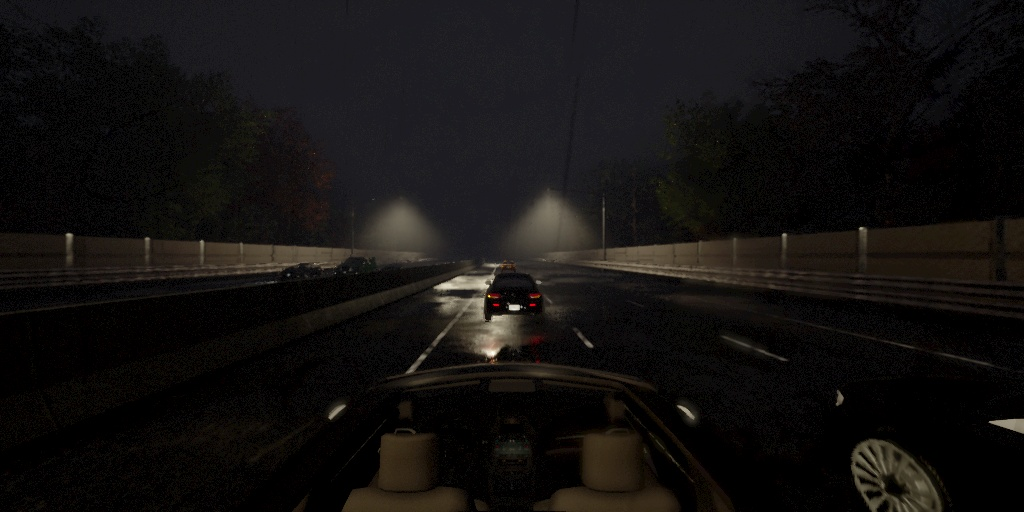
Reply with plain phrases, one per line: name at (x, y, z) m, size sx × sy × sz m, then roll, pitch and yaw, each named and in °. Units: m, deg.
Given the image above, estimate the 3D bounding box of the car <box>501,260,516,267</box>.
car at (-0.454, 1.222, 44.583) m, size 1.801 × 1.575 × 5.366 m, roll 0°, pitch 0°, yaw -1°

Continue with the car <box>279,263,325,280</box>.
car at (-17.788, 1.323, 30.556) m, size 1.994 × 1.385 × 4.181 m, roll 0°, pitch 0°, yaw 0°

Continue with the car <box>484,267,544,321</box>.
car at (0.052, 1.280, 12.349) m, size 1.812 × 1.442 × 4.674 m, roll 0°, pitch 0°, yaw 0°

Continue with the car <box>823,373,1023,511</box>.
car at (3.592, 1.241, 1.066) m, size 2.128 × 1.511 × 4.902 m, roll 0°, pitch 0°, yaw 0°

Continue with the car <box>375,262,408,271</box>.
car at (-10.807, 1.353, 33.444) m, size 1.994 × 1.385 × 4.181 m, roll 0°, pitch 0°, yaw -1°

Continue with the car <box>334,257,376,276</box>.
car at (-14.305, 1.071, 33.350) m, size 2.150 × 2.045 × 5.566 m, roll 0°, pitch 0°, yaw -1°
